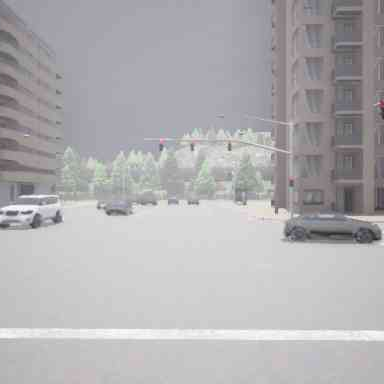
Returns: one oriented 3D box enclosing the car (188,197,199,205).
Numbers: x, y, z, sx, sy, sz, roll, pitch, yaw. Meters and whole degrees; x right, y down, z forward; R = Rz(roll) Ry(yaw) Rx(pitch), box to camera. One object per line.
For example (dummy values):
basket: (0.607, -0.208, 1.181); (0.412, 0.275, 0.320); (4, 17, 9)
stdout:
car: (0.223, 1.564, 58.373); (1.994, 1.385, 4.181); (0, 0, 0)

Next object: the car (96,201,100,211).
car: (-10.509, 1.491, 41.598); (2.128, 1.511, 4.902); (0, 0, 0)

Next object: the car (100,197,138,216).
car: (-7.019, 1.547, 32.635); (2.033, 1.411, 5.357); (0, 0, 0)

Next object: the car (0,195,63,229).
car: (-10.553, 1.220, 22.172); (2.150, 2.045, 5.566); (0, 0, 0)

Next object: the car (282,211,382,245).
car: (6.302, 1.564, 15.321); (4.181, 1.385, 1.994); (0, 0, 13)

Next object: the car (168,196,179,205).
car: (-3.374, 1.526, 60.030); (1.812, 1.442, 4.674); (0, 0, 0)

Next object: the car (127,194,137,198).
car: (-10.374, 1.300, 60.245); (2.150, 2.045, 5.566); (0, 0, 0)

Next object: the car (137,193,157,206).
car: (-6.946, 1.223, 54.051); (2.150, 2.045, 5.566); (0, 0, 1)
